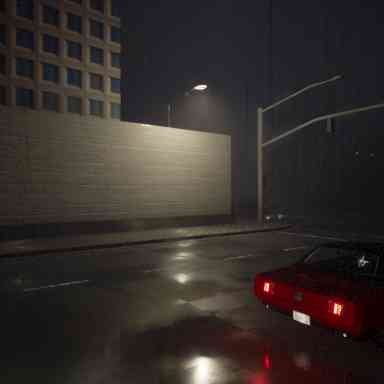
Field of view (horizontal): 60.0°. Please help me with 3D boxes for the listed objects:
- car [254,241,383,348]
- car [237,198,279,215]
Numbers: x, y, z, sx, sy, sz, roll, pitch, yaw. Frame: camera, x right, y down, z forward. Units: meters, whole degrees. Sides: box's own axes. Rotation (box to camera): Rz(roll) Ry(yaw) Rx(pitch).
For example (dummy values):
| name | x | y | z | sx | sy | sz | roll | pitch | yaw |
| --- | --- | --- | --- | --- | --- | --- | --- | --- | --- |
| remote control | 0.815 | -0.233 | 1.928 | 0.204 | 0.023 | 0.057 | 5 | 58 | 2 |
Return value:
| name | x | y | z | sx | sy | sz | roll | pitch | yaw |
| --- | --- | --- | --- | --- | --- | --- | --- | --- | --- |
| car | 3.467 | 1.601 | 6.259 | 4.718 | 1.301 | 1.895 | 0 | 0 | -35 |
| car | 6.863 | 1.407 | 34.721 | 2.097 | 1.767 | 4.553 | 0 | 0 | -35 |
